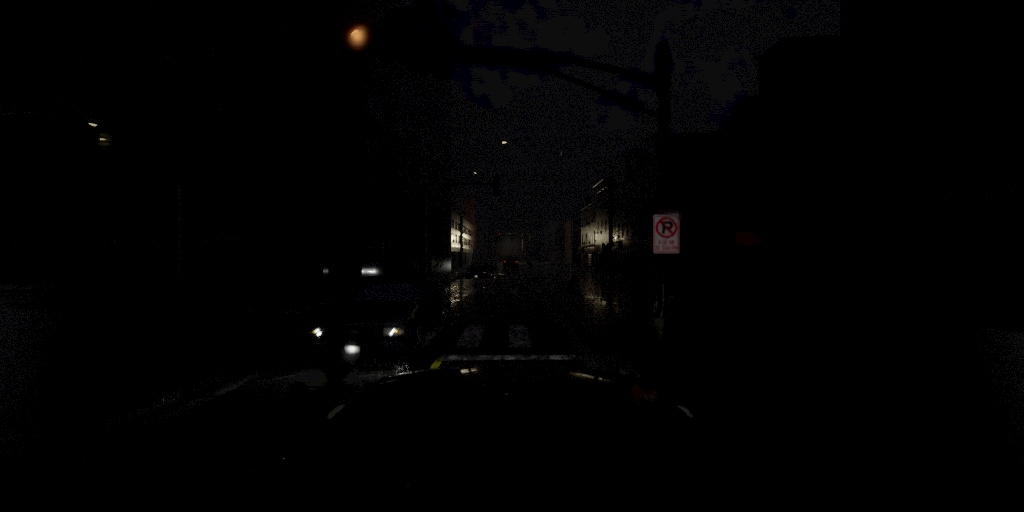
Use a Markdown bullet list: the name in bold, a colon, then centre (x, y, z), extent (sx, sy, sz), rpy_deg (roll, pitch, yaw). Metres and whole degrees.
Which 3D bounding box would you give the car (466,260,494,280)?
- **car**: centre (-2.963, 1.301, 32.174), extent (2.033, 1.411, 5.357), rpy_deg (0, 0, 0)

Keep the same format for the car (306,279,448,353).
- **car**: centre (-2.882, 1.300, 9.104), extent (2.033, 1.411, 5.357), rpy_deg (0, 0, 0)

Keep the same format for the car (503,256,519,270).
- **car**: centre (-0.194, 0.984, 52.552), extent (2.150, 2.045, 5.566), rpy_deg (0, 0, 0)

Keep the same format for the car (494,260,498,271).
- **car**: centre (-3.022, 1.266, 49.477), extent (1.837, 1.490, 4.892), rpy_deg (0, 0, 0)
